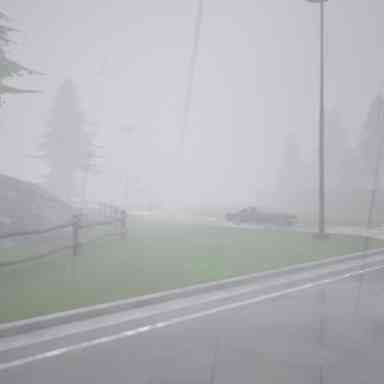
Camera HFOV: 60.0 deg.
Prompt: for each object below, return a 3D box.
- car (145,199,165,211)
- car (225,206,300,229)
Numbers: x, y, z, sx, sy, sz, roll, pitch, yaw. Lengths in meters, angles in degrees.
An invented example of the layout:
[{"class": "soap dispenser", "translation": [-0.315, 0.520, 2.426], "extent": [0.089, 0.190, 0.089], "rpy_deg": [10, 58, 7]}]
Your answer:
[{"class": "car", "translation": [-4.512, 1.555, 41.062], "extent": [1.812, 1.442, 4.674], "rpy_deg": [0, 0, 1]}, {"class": "car", "translation": [4.629, 1.623, 22.010], "extent": [4.718, 1.301, 1.895], "rpy_deg": [0, 0, 38]}]
